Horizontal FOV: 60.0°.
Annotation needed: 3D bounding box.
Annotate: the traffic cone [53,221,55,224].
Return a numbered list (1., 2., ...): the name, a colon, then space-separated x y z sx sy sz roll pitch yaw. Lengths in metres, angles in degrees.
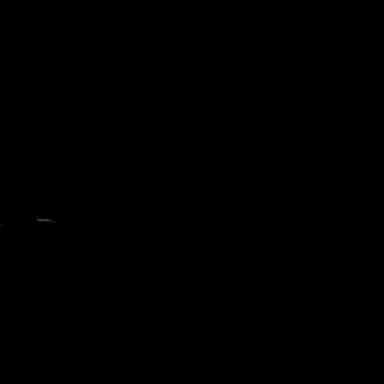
1. traffic cone: -28.643 6.356 68.746 0.340 0.580 0.340 1 -5 -16
